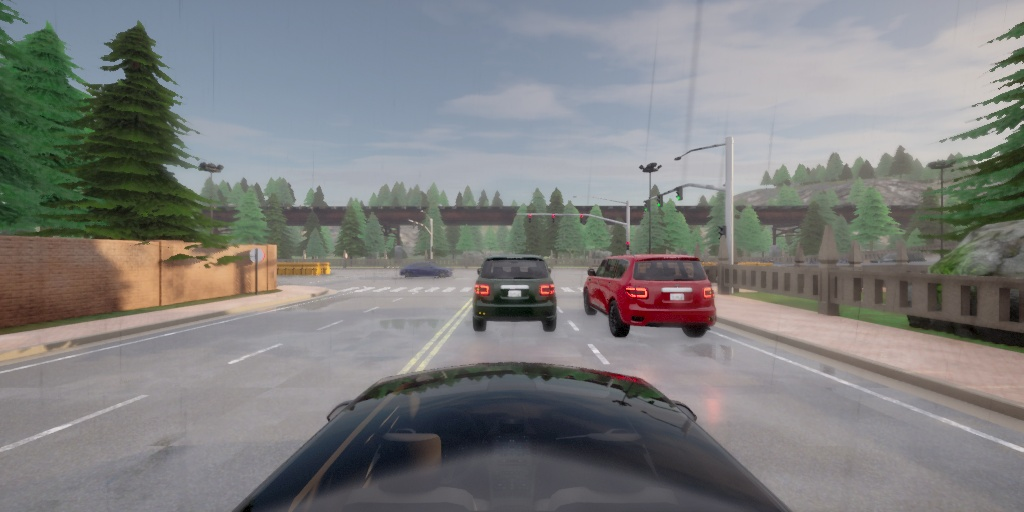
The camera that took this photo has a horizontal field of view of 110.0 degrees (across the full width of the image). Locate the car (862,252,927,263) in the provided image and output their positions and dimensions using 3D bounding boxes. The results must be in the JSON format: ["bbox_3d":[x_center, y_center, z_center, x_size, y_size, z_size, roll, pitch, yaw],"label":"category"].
[{"bbox_3d":[45.137,0.669,42.055,5.566,2.045,2.150,-3,0,-1],"label":"car"}]

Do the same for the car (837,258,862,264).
[{"bbox_3d":[41.756,1.081,45.553,4.902,1.511,2.128,-2,0,0],"label":"car"}]

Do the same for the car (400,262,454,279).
[{"bbox_3d":[-7.483,1.275,31.574,4.674,1.442,1.812,0,0,0],"label":"car"}]

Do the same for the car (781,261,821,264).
[{"bbox_3d":[34.741,1.302,42.068,4.181,1.385,1.994,0,0,0],"label":"car"}]

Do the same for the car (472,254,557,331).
[{"bbox_3d":[0.070,0.971,11.063,2.150,2.045,5.566,0,0,0],"label":"car"}]

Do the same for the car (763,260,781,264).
[{"bbox_3d":[31.376,1.297,45.588,5.357,1.411,2.033,0,0,0],"label":"car"}]

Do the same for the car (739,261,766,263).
[{"bbox_3d":[19.034,1.351,31.427,4.718,1.301,1.895,0,0,0],"label":"car"}]

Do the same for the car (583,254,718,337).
[{"bbox_3d":[3.570,0.971,10.386,2.150,2.045,5.566,0,0,0],"label":"car"}]
